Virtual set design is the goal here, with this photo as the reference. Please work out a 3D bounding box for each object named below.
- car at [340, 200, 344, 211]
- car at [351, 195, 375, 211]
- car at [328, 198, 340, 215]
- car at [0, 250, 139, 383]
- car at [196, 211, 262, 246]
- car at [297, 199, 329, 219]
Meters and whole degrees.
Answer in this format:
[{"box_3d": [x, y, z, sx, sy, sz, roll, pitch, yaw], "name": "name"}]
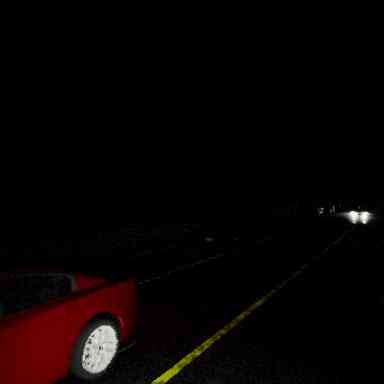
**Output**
[{"box_3d": [16.446, 1.439, 38.843, 1.967, 1.590, 4.097, 0, 0, 32], "name": "car"}, {"box_3d": [20.718, 1.520, 40.656, 2.128, 1.511, 4.902, 0, 0, 32], "name": "car"}, {"box_3d": [13.526, 1.564, 34.153, 1.947, 1.339, 4.313, 0, 0, 32], "name": "car"}, {"box_3d": [-2.658, 1.477, 3.308, 1.882, 1.535, 5.008, 0, 0, 32], "name": "car"}, {"box_3d": [1.844, 1.565, 15.392, 1.947, 1.339, 4.313, 0, 0, 32], "name": "car"}, {"box_3d": [10.605, 1.581, 29.463, 1.802, 1.307, 4.206, 0, 0, 32], "name": "car"}]
